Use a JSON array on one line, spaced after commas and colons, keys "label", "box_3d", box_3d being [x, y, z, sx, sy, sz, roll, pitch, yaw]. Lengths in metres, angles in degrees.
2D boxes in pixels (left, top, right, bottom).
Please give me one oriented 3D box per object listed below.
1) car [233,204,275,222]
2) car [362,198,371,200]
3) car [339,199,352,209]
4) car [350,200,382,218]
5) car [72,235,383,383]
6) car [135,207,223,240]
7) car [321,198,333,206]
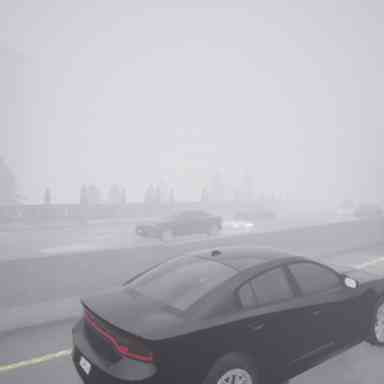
[{"label": "car", "box_3d": [5.257, 1.732, 27.936, 1.994, 1.385, 4.181, -1, -1, 41]}, {"label": "car", "box_3d": [35.154, 1.891, 66.910, 2.033, 1.411, 5.357, -1, -1, 25]}, {"label": "car", "box_3d": [23.513, 1.789, 50.461, 1.837, 1.490, 4.892, -1, -1, 26]}, {"label": "car", "box_3d": [16.335, 1.713, 30.737, 1.994, 1.385, 4.181, -1, -1, 35]}, {"label": "car", "box_3d": [0.970, 1.501, 4.669, 5.008, 1.535, 1.882, 0, 0, -36]}, {"label": "car", "box_3d": [-0.557, 1.580, 17.165, 5.008, 1.535, 1.882, 0, 0, -41]}, {"label": "car", "box_3d": [25.694, 1.905, 63.218, 1.812, 1.442, 4.674, -1, -1, 25]}]
